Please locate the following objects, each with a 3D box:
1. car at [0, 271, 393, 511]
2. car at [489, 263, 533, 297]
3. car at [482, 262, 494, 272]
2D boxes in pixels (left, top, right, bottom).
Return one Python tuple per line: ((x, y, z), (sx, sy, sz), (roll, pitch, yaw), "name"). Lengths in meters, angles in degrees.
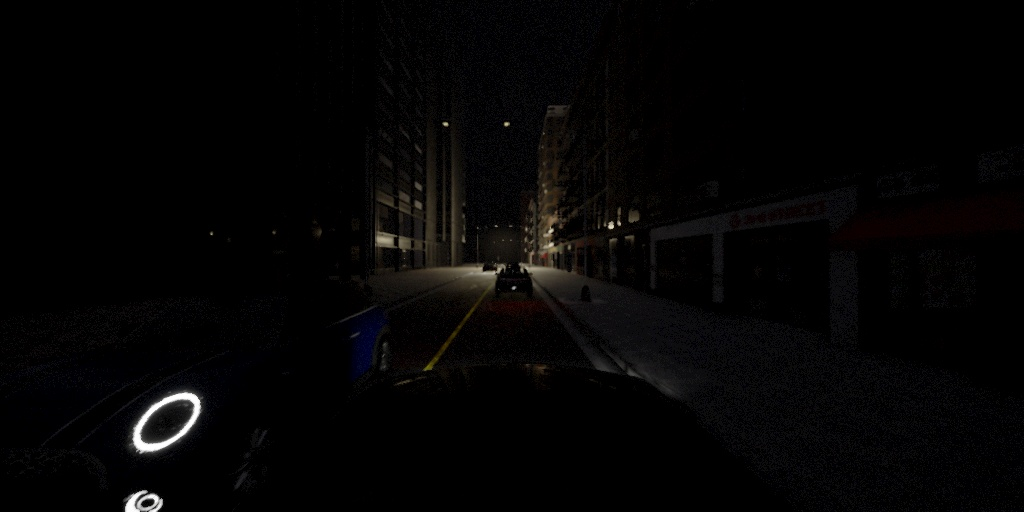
((-3.102, 1.114, 4.283), (2.097, 1.767, 4.553), (0, 0, 0), "car")
((0.095, 1.328, 19.506), (2.128, 1.511, 4.902), (0, 0, 0), "car")
((-3.012, 1.582, 50.106), (1.994, 1.385, 4.181), (0, 0, 0), "car")
